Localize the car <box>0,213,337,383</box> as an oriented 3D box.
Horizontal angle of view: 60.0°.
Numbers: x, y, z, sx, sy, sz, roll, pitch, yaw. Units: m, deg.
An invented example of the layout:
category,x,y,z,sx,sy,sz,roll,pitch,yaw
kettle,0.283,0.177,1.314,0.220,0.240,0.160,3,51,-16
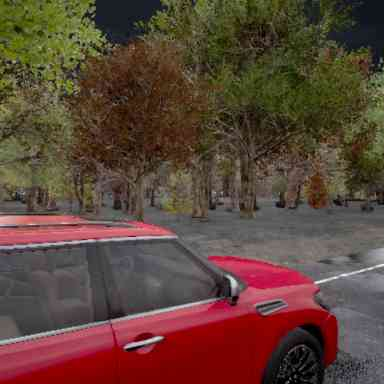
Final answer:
category,x,y,z,sx,sy,sz,roll,pitch,yaw
car,-1.015,1.221,3.023,5.566,2.045,2.150,0,0,-36
